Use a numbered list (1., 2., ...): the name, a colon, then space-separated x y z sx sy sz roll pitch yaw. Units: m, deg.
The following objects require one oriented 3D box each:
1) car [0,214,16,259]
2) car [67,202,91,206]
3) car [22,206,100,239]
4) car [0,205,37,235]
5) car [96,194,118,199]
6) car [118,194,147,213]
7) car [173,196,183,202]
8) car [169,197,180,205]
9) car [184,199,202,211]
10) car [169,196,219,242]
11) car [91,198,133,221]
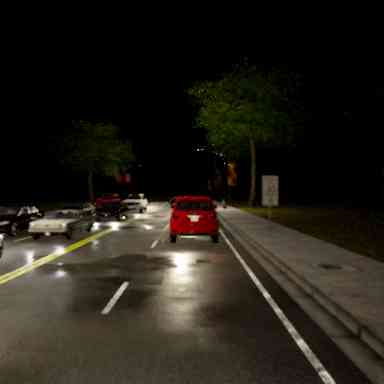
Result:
1. car: -6.594 1.508 8.133 1.837 1.490 4.892 0 0 0
2. car: -9.769 1.567 28.518 2.033 1.411 5.357 0 0 0
3. car: -6.587 1.610 17.390 1.895 1.301 4.718 0 0 1
4. car: -9.832 1.501 18.340 2.128 1.511 4.902 0 0 0
5. car: -9.743 1.254 38.864 2.150 2.045 5.566 0 0 0
6. car: -6.514 1.253 38.393 2.150 2.045 5.566 0 0 0
7. car: -3.236 1.637 77.098 1.994 1.385 4.181 0 0 0
8. car: -3.142 1.661 60.381 1.895 1.301 4.718 0 0 0
9. car: 0.107 1.583 41.665 2.033 1.411 5.357 0 0 0
10. car: 0.104 1.229 16.416 2.150 2.045 5.566 0 0 0
11. car: -6.533 1.524 27.717 1.837 1.490 4.892 0 0 0
